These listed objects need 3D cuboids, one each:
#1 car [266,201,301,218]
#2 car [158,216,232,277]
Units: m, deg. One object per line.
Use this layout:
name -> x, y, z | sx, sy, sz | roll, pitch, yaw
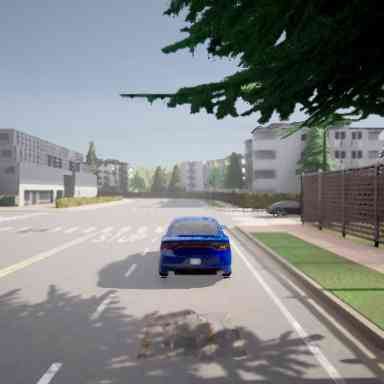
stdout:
car -> 8.862, 1.492, 29.186 | 4.674, 1.442, 1.812 | 0, -1, -2
car -> 0.087, 1.472, 10.240 | 1.882, 1.535, 5.008 | 0, 0, 0
